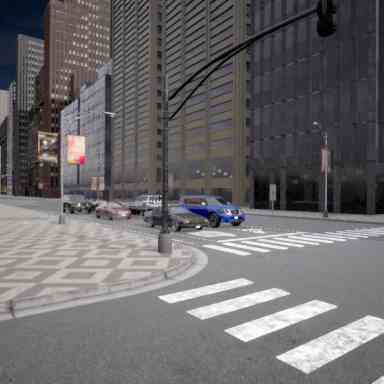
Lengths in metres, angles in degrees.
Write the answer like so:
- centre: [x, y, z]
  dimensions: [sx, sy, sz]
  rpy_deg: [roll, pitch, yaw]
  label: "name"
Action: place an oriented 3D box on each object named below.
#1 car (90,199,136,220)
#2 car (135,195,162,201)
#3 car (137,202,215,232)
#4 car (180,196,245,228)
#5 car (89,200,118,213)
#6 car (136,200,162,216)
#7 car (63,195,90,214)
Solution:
- centre: [-6.879, 1.585, 28.747]
  dimensions: [1.812, 1.442, 4.674]
  rpy_deg: [1, -1, -36]
  label: "car"
- centre: [-5.226, 1.358, 37.951]
  dimensions: [2.150, 2.045, 5.566]
  rpy_deg: [1, 0, -36]
  label: "car"
- centre: [-1.182, 1.569, 20.780]
  dimensions: [2.033, 1.411, 5.357]
  rpy_deg: [1, -1, -35]
  label: "car"
- centre: [1.145, 1.269, 23.103]
  dimensions: [2.150, 2.045, 5.566]
  rpy_deg: [1, -1, -36]
  label: "car"
- centre: [-10.591, 1.653, 39.541]
  dimensions: [1.812, 1.442, 4.674]
  rpy_deg: [1, -1, -35]
  label: "car"
- centre: [-4.631, 1.687, 31.189]
  dimensions: [1.895, 1.301, 4.718]
  rpy_deg: [1, -1, -36]
  label: "car"
- centre: [-13.103, 1.324, 37.471]
  dimensions: [2.150, 2.045, 5.566]
  rpy_deg: [1, -1, -36]
  label: "car"
